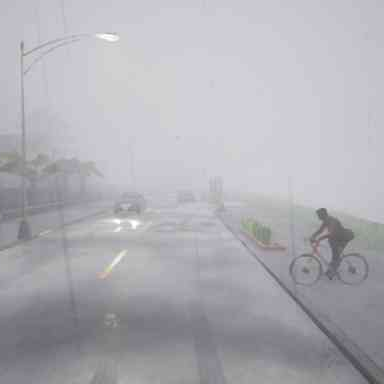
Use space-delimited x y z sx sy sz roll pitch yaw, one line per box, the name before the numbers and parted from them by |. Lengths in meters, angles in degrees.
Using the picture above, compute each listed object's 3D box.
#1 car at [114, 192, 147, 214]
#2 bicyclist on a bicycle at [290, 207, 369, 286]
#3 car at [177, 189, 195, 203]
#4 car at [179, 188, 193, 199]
car | -4.489 0.767 24.612 2.128 1.511 4.902 0 2 -1
bicyclist on a bicycle | 2.820 1.143 6.826 1.656 1.620 0.582 0 2 -1
car | -0.641 0.476 36.737 1.994 1.385 4.181 0 2 -1
car | -0.860 0.190 47.668 1.895 1.301 4.718 0 2 -1
